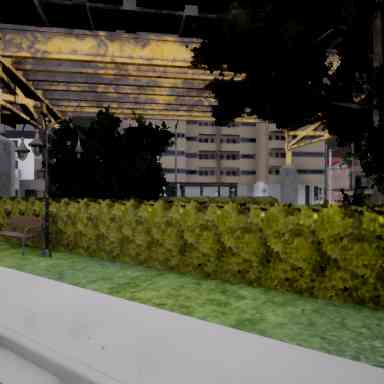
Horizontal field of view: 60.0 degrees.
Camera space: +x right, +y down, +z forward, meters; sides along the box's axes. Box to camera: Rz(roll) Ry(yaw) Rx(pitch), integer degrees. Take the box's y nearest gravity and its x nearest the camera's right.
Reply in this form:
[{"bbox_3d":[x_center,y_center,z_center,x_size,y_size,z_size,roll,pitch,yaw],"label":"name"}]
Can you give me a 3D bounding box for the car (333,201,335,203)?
[{"bbox_3d":[15.872,1.477,35.056,5.008,1.535,1.882,0,0,-9],"label":"car"}]
